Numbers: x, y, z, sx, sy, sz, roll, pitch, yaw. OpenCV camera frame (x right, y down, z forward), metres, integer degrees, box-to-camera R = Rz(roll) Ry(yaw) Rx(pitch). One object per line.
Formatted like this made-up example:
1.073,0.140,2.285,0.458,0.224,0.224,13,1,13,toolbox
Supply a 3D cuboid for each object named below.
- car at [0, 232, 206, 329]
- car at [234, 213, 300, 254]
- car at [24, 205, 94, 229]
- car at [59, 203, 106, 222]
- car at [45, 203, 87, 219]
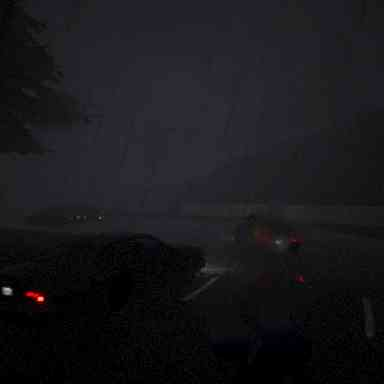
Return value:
-1.672,1.633,7.486,2.033,1.411,5.357,-1,0,31,car
2.972,1.591,13.709,1.812,1.442,4.674,0,0,-2,car
-10.120,1.883,24.677,5.357,1.411,2.033,-1,0,31,car
-9.416,1.857,28.236,4.892,1.490,1.837,-1,-1,34,car
-13.397,1.966,35.207,4.892,1.490,1.837,-1,0,36,car
